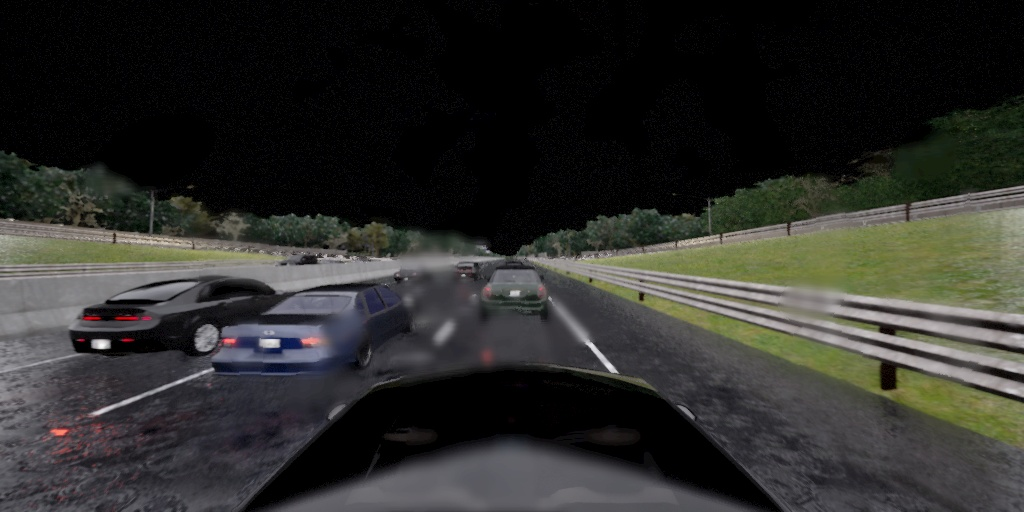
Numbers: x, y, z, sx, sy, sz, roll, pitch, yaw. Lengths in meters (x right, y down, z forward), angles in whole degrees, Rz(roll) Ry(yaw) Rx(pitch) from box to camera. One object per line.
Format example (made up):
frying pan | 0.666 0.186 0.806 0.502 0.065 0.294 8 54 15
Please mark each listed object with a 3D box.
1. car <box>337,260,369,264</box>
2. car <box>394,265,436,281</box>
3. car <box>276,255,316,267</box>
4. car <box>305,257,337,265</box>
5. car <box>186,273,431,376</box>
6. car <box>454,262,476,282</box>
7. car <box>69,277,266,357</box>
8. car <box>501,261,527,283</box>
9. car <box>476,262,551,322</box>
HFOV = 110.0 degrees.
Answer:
car | -17.490 1.196 41.201 2.033 1.411 5.357 0 0 0
car | -6.870 1.289 25.863 1.895 1.301 4.718 0 0 0
car | -24.483 0.870 41.169 2.150 2.045 5.566 0 0 0
car | -20.983 1.140 41.218 2.128 1.511 4.902 0 0 0
car | -3.434 1.282 7.624 2.033 1.411 5.357 0 0 0
car | -3.355 1.187 27.988 1.837 1.490 4.892 0 0 0
car | -6.927 1.237 8.485 1.837 1.490 4.892 0 0 0
car | 0.144 1.188 27.862 1.837 1.490 4.892 0 0 0
car | 0.098 1.076 12.371 2.097 1.767 4.553 0 0 0
